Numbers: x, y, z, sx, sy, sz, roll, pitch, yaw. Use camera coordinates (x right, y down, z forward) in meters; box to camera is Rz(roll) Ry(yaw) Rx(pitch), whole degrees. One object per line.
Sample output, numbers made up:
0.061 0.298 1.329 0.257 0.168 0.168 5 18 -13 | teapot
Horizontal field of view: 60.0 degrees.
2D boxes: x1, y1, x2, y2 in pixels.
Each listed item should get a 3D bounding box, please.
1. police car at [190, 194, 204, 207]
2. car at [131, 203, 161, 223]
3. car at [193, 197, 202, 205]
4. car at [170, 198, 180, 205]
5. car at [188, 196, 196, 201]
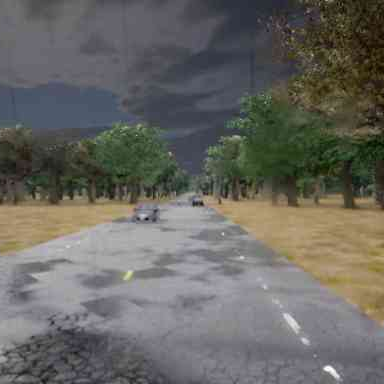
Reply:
1.053 1.701 56.625 1.930 1.638 5.238 0 0 0 | police car
-3.596 1.633 26.651 2.128 1.511 4.902 0 0 0 | car
1.054 1.817 66.518 1.837 1.490 4.892 0 0 0 | car
-3.500 1.912 67.716 1.895 1.301 4.718 0 0 0 | car
0.006 1.766 91.225 2.128 1.511 4.902 0 0 0 | car
